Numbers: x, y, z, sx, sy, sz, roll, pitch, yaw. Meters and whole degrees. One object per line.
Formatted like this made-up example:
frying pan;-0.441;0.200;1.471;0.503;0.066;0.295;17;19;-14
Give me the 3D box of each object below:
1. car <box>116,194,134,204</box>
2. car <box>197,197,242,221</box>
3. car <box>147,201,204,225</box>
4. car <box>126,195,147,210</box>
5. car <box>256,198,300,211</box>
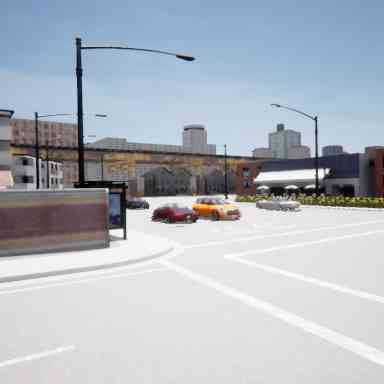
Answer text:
car;-11.954;1.200;59.392;1.882;1.535;5.008;-1;0;3
car;1.818;1.224;25.797;2.097;1.767;4.553;-1;1;-32
car;-1.300;1.512;24.193;1.994;1.385;4.181;-1;1;-32
car;-6.599;1.418;39.842;1.994;1.385;4.181;-1;1;-30
car;8.823;1.238;34.780;1.895;1.301;4.718;-1;1;-33
